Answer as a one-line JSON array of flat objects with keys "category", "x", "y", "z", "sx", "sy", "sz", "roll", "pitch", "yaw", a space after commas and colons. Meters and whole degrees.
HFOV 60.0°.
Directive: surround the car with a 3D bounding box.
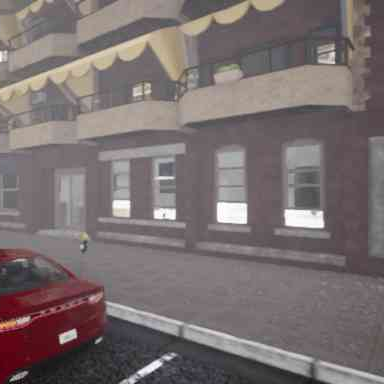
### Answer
[{"category": "car", "x": -3.276, "y": 1.571, "z": 5.196, "sx": 4.507, "sy": 1.381, "sz": 1.887, "roll": 0, "pitch": 0, "yaw": 35}]
